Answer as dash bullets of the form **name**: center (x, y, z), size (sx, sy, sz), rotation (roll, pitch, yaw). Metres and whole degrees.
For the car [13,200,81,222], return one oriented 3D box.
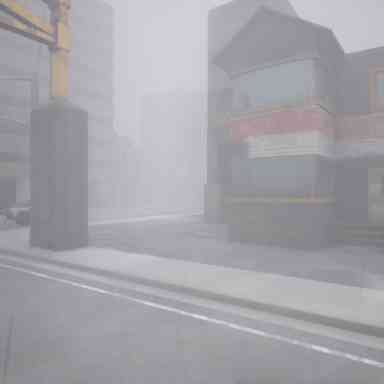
- **car**: center (-9.753, 1.240, 22.816), size (1.853, 1.218, 4.536), rotation (0, 0, 15)

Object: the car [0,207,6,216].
- **car**: center (-12.924, 1.234, 25.466), size (4.536, 1.218, 1.853), rotation (0, 0, -30)

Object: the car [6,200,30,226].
- **car**: center (-9.766, 1.398, 22.767), size (2.038, 1.542, 4.974), rotation (0, 0, 15)
